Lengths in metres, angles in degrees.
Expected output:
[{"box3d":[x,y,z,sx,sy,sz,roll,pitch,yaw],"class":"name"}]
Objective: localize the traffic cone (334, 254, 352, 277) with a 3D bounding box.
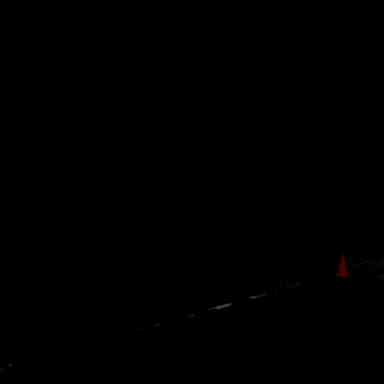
[{"box3d":[4.178,2.011,9.198,0.340,0.580,0.340,0,0,-40],"class":"traffic cone"}]
